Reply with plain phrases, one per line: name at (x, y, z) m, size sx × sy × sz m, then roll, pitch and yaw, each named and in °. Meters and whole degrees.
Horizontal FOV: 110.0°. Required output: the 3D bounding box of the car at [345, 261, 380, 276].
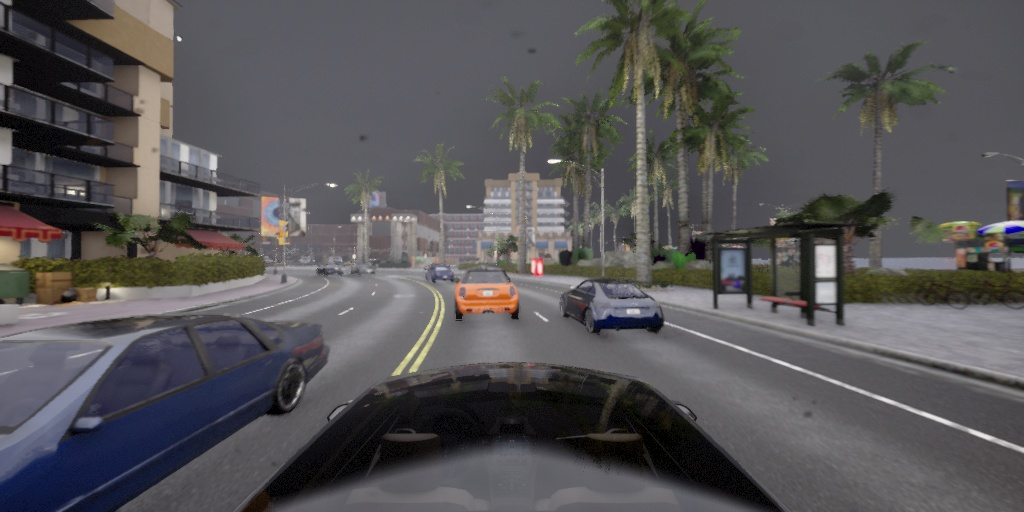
car at (-18.144, 1.635, 43.616) m, size 2.128 × 1.511 × 4.902 m, roll 0°, pitch -1°, yaw -40°

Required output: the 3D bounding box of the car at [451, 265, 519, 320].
car at (-1.084, 1.198, 13.315) m, size 2.097 × 1.767 × 4.553 m, roll 0°, pitch 0°, yaw -9°

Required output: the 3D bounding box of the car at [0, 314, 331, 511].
car at (-3.708, 1.322, 3.304) m, size 2.033 × 1.411 × 5.357 m, roll 0°, pitch 0°, yaw -2°

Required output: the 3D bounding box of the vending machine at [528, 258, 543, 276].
vending machine at (2.689, 1.224, 37.848) m, size 1.100 × 2.100 × 0.880 m, roll 0°, pitch 0°, yaw -26°

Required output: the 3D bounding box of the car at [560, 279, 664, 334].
car at (2.818, 1.378, 10.976) m, size 1.994 × 1.385 × 4.181 m, roll 0°, pitch 0°, yaw -6°

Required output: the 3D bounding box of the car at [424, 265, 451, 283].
car at (-6.269, 1.529, 30.983) m, size 1.812 × 1.442 × 4.674 m, roll 0°, pitch -1°, yaw -23°

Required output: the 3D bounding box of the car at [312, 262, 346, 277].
car at (-21.593, 1.692, 42.485) m, size 2.033 × 1.411 × 5.357 m, roll 0°, pitch -1°, yaw -42°
